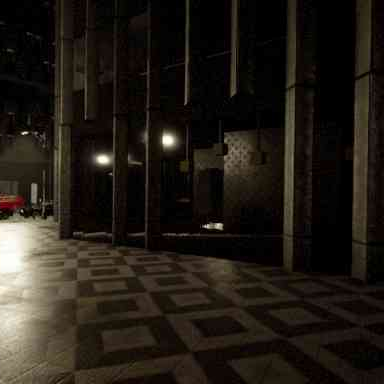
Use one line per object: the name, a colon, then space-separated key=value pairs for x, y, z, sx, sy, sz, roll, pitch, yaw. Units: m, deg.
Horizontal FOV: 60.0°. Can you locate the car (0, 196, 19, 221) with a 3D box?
car: x=-17.147 y=1.463 z=26.632 sx=2.192 sy=1.841 sz=5.009 roll=1 pitch=0 yaw=35

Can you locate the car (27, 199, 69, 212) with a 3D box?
car: x=-17.596 y=1.635 z=40.777 sx=1.947 sy=1.339 sz=4.313 roll=1 pitch=0 yaw=35

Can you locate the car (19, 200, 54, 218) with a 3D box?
car: x=-13.894 y=1.743 z=31.243 sx=1.947 sy=1.339 sz=4.313 roll=1 pitch=0 yaw=35

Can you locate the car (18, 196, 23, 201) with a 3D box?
car: x=-20.848 y=1.354 z=36.167 sx=2.192 sy=1.841 sz=5.009 roll=1 pitch=0 yaw=35
